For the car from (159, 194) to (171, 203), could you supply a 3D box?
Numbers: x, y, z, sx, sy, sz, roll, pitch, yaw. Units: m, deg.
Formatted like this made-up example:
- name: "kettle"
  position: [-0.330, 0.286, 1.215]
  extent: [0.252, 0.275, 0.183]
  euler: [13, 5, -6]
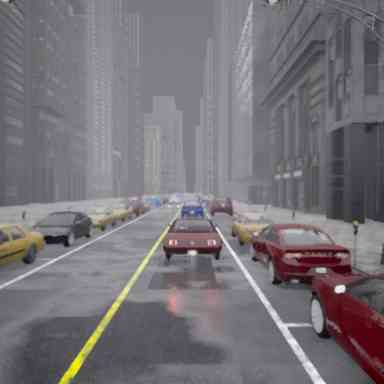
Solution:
- name: "car"
  position: [-5.766, 1.315, 71.395]
  extent: [2.192, 1.841, 5.009]
  euler: [0, 0, 0]

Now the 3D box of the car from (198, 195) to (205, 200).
- name: "car"
  position: [2.760, 1.557, 93.962]
  extent: [1.887, 1.381, 4.507]
  euler: [0, 0, 0]

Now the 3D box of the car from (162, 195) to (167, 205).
- name: "car"
  position: [-5.765, 1.542, 54.472]
  extent: [2.008, 1.369, 4.403]
  euler: [0, 0, 0]

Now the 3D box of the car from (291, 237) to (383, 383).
- name: "car"
  position: [2.761, 1.542, 3.714]
  extent: [1.887, 1.381, 4.507]
  euler: [0, 0, 0]

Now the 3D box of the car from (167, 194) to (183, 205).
- name: "car"
  position: [-3.060, 1.518, 57.554]
  extent: [1.812, 1.442, 4.674]
  euler: [0, 0, 0]

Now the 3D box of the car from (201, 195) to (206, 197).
- name: "car"
  position: [2.760, 1.540, 48.838]
  extent: [2.008, 1.369, 4.403]
  euler: [0, 0, 0]

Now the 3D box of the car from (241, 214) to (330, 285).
- name: "car"
  position: [2.761, 1.540, 9.355]
  extent: [1.887, 1.381, 4.507]
  euler: [0, 0, 0]

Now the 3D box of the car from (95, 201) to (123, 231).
- name: "car"
  position: [-5.765, 1.516, 20.458]
  extent: [1.752, 1.417, 4.829]
  euler: [0, 0, 0]

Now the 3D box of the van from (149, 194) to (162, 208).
- name: "van"
  position: [-5.766, 1.331, 48.832]
  extent: [1.690, 1.788, 3.998]
  euler: [0, 0, 0]

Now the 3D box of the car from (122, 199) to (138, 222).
- name: "car"
  position: [-5.765, 1.515, 26.099]
  extent: [1.752, 1.417, 4.829]
  euler: [0, 0, 0]

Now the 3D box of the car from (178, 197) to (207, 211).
- name: "car"
  position: [0.053, 1.466, 29.344]
  extent: [1.882, 1.535, 5.008]
  euler: [0, 0, 0]

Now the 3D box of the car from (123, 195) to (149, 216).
- name: "car"
  position: [-5.766, 1.304, 31.910]
  extent: [2.192, 1.841, 5.009]
  euler: [0, 0, 0]

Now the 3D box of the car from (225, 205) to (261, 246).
- name: "car"
  position: [2.760, 1.518, 15.166]
  extent: [1.752, 1.417, 4.829]
  euler: [0, 0, 0]

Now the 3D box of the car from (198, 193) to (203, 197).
- name: "car"
  position: [2.759, 1.437, 65.759]
  extent: [1.967, 1.590, 4.097]
  euler: [0, 0, 0]

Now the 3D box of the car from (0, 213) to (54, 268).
- name: "car"
  position: [-5.764, 1.521, 9.177]
  extent: [1.752, 1.417, 4.829]
  euler: [0, 0, 0]

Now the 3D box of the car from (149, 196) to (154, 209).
- name: "car"
  position: [-5.765, 1.514, 37.380]
  extent: [1.752, 1.417, 4.829]
  euler: [0, 0, 0]

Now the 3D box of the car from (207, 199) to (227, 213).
- name: "car"
  position: [2.760, 1.539, 37.557]
  extent: [2.008, 1.369, 4.403]
  euler: [0, 0, 0]

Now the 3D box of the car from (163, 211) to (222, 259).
- name: "car"
  position: [0.040, 1.594, 12.516]
  extent: [1.895, 1.301, 4.718]
  euler: [0, 0, 1]

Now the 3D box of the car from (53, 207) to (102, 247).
- name: "car"
  position: [-5.765, 1.559, 14.987]
  extent: [1.947, 1.339, 4.313]
  euler: [0, 0, 0]

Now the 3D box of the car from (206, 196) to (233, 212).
- name: "car"
  position: [2.759, 1.303, 31.917]
  extent: [2.192, 1.841, 5.009]
  euler: [0, 0, 0]

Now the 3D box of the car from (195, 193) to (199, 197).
- name: "car"
  position: [2.352, 1.530, 79.426]
  extent: [1.812, 1.442, 4.674]
  euler: [0, 0, 0]
